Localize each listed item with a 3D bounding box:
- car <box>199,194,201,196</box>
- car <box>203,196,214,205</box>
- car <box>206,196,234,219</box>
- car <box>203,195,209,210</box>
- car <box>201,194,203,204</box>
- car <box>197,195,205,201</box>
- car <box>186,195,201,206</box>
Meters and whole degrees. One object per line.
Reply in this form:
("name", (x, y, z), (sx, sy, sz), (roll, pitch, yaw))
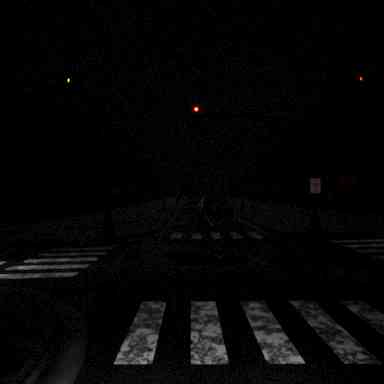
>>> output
("car", (2.895, 1.487, 67.907), (2.097, 1.767, 4.553), (0, 0, 0))
("car", (2.941, 1.565, 61.126), (1.801, 1.575, 5.366), (0, 0, 0))
("car", (2.589, 1.465, 29.736), (1.967, 1.590, 4.097), (-1, 0, 0))
("car", (2.580, 1.351, 35.138), (2.192, 1.841, 5.009), (-1, 0, 0))
("car", (2.572, 1.363, 40.540), (2.192, 1.841, 5.009), (-1, 0, 0))
("car", (2.498, 1.687, 94.564), (1.967, 1.590, 4.097), (-1, 0, 0))
("car", (-0.015, 1.655, 55.967), (1.994, 1.385, 4.181), (0, 0, 0))
